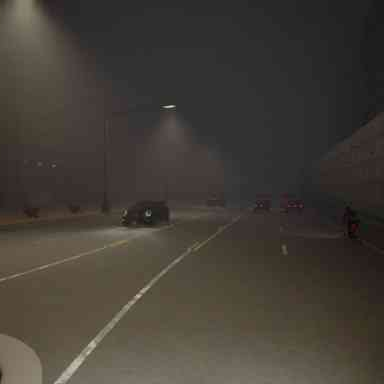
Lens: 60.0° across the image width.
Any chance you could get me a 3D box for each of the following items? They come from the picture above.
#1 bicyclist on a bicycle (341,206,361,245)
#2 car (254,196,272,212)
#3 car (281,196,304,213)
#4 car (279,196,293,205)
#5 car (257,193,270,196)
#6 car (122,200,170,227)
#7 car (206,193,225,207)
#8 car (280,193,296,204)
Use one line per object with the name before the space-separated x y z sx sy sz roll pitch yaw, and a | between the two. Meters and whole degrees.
bicyclist on a bicycle | 6.878 1.447 14.432 0.582 1.620 1.656 0 -1 -1
car | 8.151 1.547 38.604 2.033 1.411 5.357 0 0 14
car | 11.540 1.547 37.679 2.033 1.411 5.357 0 0 14
car | 16.416 1.491 58.118 2.128 1.511 4.902 0 0 14
car | 10.561 1.221 48.880 2.150 2.045 5.566 0 0 14
car | -3.066 1.352 22.953 2.097 1.767 4.553 0 0 14
car | 3.683 1.223 50.399 2.150 2.045 5.566 0 0 14
car | 13.961 1.221 48.051 2.150 2.045 5.566 0 0 14
